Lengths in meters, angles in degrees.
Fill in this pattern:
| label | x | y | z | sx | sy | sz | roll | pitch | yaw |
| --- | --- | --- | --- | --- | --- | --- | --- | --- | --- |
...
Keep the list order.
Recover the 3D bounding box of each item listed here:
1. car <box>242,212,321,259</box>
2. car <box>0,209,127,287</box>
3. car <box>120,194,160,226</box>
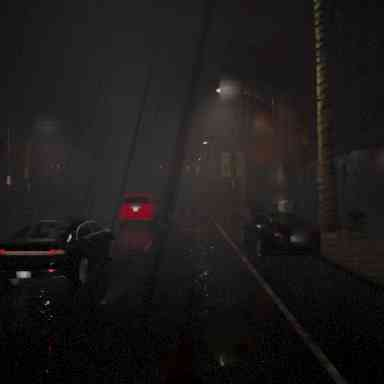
| label | x | y | z | sx | sy | sz | roll | pitch | yaw |
| --- | --- | --- | --- | --- | --- | --- | --- | --- | --- |
| car | 3.146 | 1.460 | 12.407 | 2.161 | 1.482 | 4.786 | 0 | 0 | -1 |
| car | -3.428 | 1.453 | 9.172 | 2.128 | 1.511 | 4.902 | 0 | 0 | 0 |
| car | -3.475 | 1.126 | 22.590 | 2.150 | 2.045 | 5.566 | 0 | 0 | -2 |
